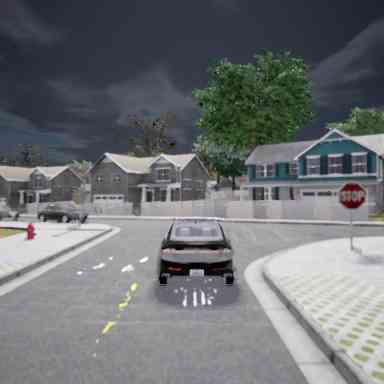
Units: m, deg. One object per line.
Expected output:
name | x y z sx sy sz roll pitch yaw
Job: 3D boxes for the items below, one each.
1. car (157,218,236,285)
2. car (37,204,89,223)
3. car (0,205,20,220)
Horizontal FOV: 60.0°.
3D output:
car | 0.107 1.494 9.477 2.128 1.511 4.902 0 0 0
car | -10.538 1.748 27.083 4.892 1.490 1.837 -2 -2 32
car | -18.614 1.990 32.000 4.902 1.511 2.128 -2 -2 30
